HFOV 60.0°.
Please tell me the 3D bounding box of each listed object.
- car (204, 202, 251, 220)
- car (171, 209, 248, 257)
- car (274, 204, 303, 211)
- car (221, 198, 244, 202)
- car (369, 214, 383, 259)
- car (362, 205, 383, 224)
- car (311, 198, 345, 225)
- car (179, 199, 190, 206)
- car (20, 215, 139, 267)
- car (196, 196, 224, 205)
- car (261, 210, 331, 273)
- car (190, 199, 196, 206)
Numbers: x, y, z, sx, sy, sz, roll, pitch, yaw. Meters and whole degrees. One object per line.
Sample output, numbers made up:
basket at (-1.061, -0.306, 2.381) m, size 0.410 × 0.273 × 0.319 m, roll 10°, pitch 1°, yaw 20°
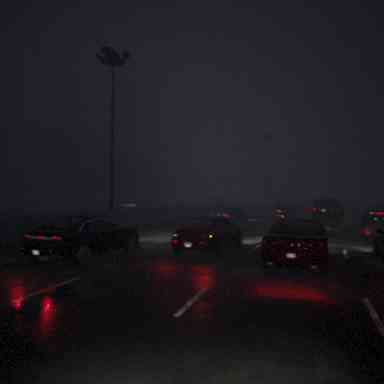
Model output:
car at (3.203, 1.824, 27.416) m, size 2.033 × 1.411 × 5.357 m, roll 0°, pitch -1°, yaw 28°
car at (0.738, 1.657, 13.577) m, size 1.812 × 1.442 × 4.674 m, roll 0°, pitch 0°, yaw 22°
car at (8.887, 1.850, 30.487) m, size 1.837 × 1.490 × 4.892 m, roll 0°, pitch -1°, yaw 30°
car at (7.357, 2.097, 53.963) m, size 2.033 × 1.411 × 5.357 m, roll 0°, pitch -1°, yaw 37°
car at (7.204, 1.679, 10.887) m, size 1.812 × 1.442 × 4.674 m, roll 0°, pitch 0°, yaw 22°
car at (15.146, 1.853, 27.334) m, size 2.128 × 1.511 × 4.902 m, roll 0°, pitch -1°, yaw 30°
car at (11.462, 1.561, 27.978) m, size 2.150 × 2.045 × 5.566 m, roll 0°, pitch -1°, yaw 29°
car at (-0.401, 2.036, 61.044) m, size 1.882 × 1.535 × 5.008 m, roll 0°, pitch -1°, yaw 37°
car at (-3.686, 1.576, 11.951) m, size 2.128 × 1.511 × 4.902 m, roll 0°, pitch -1°, yaw 21°
car at (3.509, 1.750, 54.665) m, size 2.150 × 2.045 × 5.566 m, roll 0°, pitch -1°, yaw 36°
car at (3.648, 1.610, 11.434) m, size 1.882 × 1.535 × 5.008 m, roll 0°, pitch 0°, yaw 22°
car at (2.298, 2.035, 58.833) m, size 1.882 × 1.535 × 5.008 m, roll 0°, pitch -1°, yaw 37°
